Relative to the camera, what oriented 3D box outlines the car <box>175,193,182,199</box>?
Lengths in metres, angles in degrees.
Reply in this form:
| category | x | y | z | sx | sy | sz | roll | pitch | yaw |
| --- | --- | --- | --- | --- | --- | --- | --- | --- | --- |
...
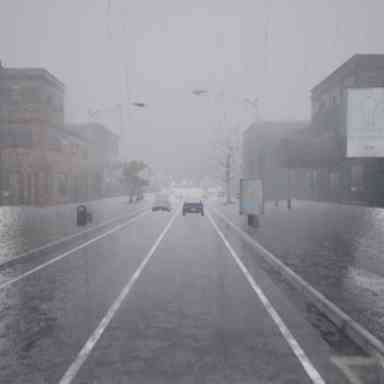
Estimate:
| category | x | y | z | sx | sy | sz | roll | pitch | yaw |
| --- | --- | --- | --- | --- | --- | --- | --- | --- | --- |
| car | -3.000 | 0.984 | 76.124 | 2.128 | 1.511 | 4.902 | 0 | 0 | 0 |

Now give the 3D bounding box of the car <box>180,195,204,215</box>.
| category | x | y | z | sx | sy | sz | roll | pitch | yaw |
| --- | --- | --- | --- | --- | --- | --- | --- | --- | --- |
| car | 0.100 | 1.322 | 31.244 | 1.882 | 1.535 | 5.008 | 0 | 0 | 0 |

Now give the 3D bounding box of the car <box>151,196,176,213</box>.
| category | x | y | z | sx | sy | sz | roll | pitch | yaw |
| --- | --- | --- | --- | --- | --- | --- | --- | --- | --- |
| car | -3.095 | 1.363 | 34.847 | 2.033 | 1.411 | 5.357 | 0 | 0 | 0 |
